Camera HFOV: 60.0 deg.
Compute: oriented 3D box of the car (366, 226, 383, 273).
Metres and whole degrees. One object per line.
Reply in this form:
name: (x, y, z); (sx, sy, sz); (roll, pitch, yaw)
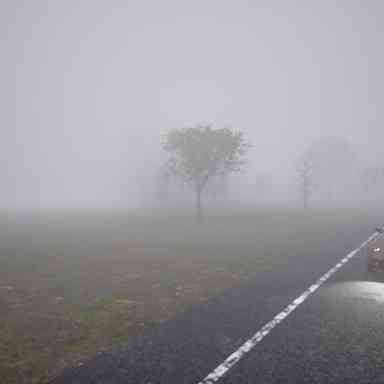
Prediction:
car: (6.240, 1.442, 9.307); (1.994, 1.385, 4.181); (1, 1, 36)
